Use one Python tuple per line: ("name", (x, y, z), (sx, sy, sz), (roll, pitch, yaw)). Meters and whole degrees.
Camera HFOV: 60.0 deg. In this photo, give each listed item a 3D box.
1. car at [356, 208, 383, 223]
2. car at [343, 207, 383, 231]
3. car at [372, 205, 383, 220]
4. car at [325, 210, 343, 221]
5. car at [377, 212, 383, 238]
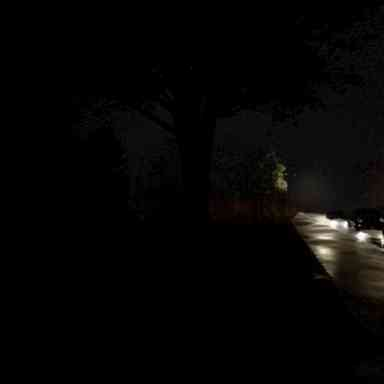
("car", (20.367, 2.641, 37.982), (1.882, 1.535, 5.008), (0, -2, 15))
("car", (14.424, 2.241, 27.773), (2.097, 1.767, 4.553), (0, -2, 14))
("car", (25.149, 2.655, 43.112), (2.097, 1.767, 4.553), (0, -2, 14))
("car", (17.909, 2.855, 41.451), (1.895, 1.301, 4.718), (0, -2, 15))
("car", (12.027, 2.111, 18.182), (1.882, 1.535, 5.008), (0, -2, 14))
